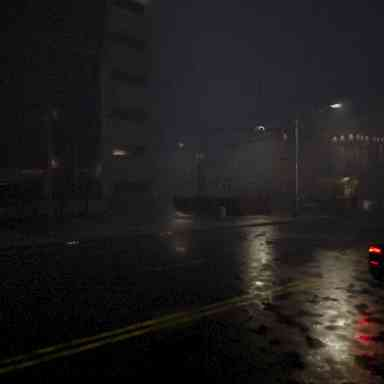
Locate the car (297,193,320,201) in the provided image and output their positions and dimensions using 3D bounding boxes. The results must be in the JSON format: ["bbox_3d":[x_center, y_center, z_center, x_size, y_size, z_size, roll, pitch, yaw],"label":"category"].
[{"bbox_3d":[23.184,0.893,65.882,4.674,1.452,2.002,-1,0,-36],"label":"car"}]

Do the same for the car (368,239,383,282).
[{"bbox_3d":[6.140,1.437,8.178,4.674,1.442,1.812,-1,0,-35],"label":"car"}]

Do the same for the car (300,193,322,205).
[{"bbox_3d":[16.276,0.882,46.820,4.553,1.767,2.185,-1,0,-36],"label":"car"}]
